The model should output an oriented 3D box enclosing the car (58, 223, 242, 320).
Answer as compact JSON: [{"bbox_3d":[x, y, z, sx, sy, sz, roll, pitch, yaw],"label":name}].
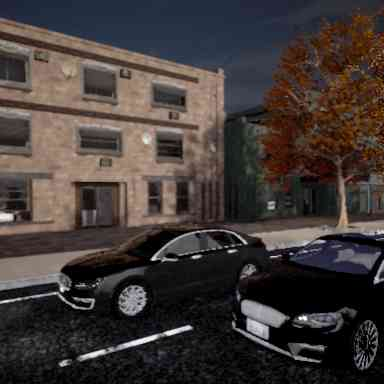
[{"bbox_3d":[-0.366,1.511,7.417,4.892,1.490,1.837,0,0,-36],"label":"car"}]

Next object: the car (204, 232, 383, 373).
[{"bbox_3d":[2.838,1.500,5.712,4.902,1.511,2.128,0,0,-36],"label":"car"}]
